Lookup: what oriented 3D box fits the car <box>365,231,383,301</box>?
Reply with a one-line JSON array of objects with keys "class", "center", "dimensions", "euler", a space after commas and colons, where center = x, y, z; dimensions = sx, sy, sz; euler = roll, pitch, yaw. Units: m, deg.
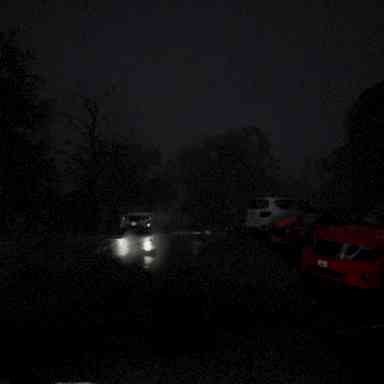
[{"class": "car", "center": [5.561, 1.462, 5.088], "dimensions": [5.366, 1.575, 1.946], "euler": [1, 0, -19]}]

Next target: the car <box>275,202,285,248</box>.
[{"class": "car", "center": [5.424, 1.332, 11.091], "dimensions": [4.553, 1.767, 2.185], "euler": [1, -1, -20]}]

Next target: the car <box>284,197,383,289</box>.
[{"class": "car", "center": [5.402, 1.209, 8.040], "dimensions": [5.566, 2.045, 2.435], "euler": [1, 0, -19]}]

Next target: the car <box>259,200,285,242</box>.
[{"class": "car", "center": [5.496, 1.367, 14.115], "dimensions": [4.553, 1.767, 2.185], "euler": [2, -3, -20]}]

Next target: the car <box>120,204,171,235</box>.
[{"class": "car", "center": [-3.024, 1.877, 23.050], "dimensions": [2.150, 2.045, 5.566], "euler": [-2, -7, 12]}]

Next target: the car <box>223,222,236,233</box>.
[{"class": "car", "center": [5.700, 4.291, 40.184], "dimensions": [1.837, 1.490, 4.892], "euler": [-6, -10, 44]}]

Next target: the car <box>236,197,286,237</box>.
[{"class": "car", "center": [5.462, 1.357, 17.068], "dimensions": [5.566, 2.045, 2.435], "euler": [2, -5, -19]}]
